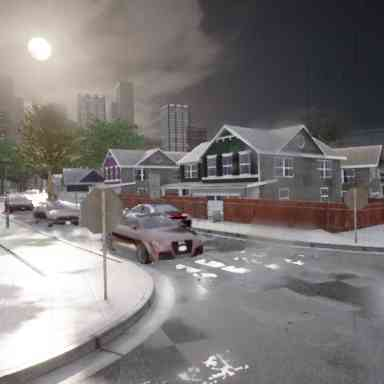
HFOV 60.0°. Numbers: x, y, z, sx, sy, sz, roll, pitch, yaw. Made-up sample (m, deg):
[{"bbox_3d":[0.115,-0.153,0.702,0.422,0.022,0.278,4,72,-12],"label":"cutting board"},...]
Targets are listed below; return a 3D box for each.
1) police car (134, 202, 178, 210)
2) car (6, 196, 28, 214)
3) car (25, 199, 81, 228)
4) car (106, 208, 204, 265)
[{"bbox_3d":[-2.214,1.312,17.691,2.038,1.542,4.974,-1,1,-39],"label":"police car"},{"bbox_3d":[-16.340,1.155,31.433,1.882,1.535,5.008,-2,2,-35],"label":"car"},{"bbox_3d":[-8.665,1.354,20.991,2.033,1.411,5.357,-2,2,-38],"label":"car"},{"bbox_3d":[-1.438,1.496,11.659,1.994,1.385,4.181,-2,2,-36],"label":"car"}]
